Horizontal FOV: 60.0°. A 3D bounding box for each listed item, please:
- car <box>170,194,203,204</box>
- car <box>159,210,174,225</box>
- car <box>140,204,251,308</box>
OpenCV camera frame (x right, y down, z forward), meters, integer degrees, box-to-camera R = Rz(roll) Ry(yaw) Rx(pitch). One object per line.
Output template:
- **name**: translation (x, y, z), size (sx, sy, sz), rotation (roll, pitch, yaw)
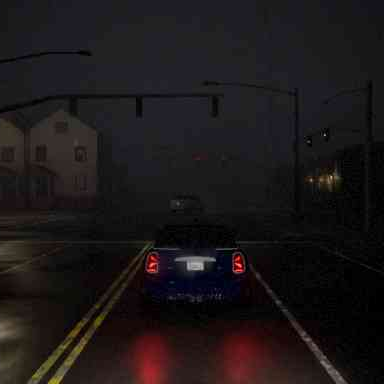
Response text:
- **car**: translation (-0.464, 1.268, 34.517), size (2.150, 2.045, 5.566), rotation (0, -2, 20)
- **car**: translation (-3.543, 3.673, 46.730), size (1.812, 1.442, 4.674), rotation (-1, -13, -1)
- **car**: translation (0.081, 1.352, 8.112), size (2.097, 1.767, 4.553), rotation (0, 0, 0)
